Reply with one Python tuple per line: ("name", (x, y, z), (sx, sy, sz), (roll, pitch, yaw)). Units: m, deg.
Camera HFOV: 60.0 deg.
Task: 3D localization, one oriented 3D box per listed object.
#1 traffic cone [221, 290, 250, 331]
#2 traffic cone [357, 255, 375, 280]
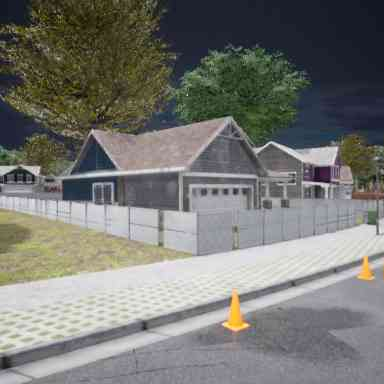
("traffic cone", (0.729, 1.953, 5.586), (0.340, 0.580, 0.340), (0, 0, -38))
("traffic cone", (4.529, 1.943, 8.653), (0.340, 0.580, 0.340), (0, 0, -40))
